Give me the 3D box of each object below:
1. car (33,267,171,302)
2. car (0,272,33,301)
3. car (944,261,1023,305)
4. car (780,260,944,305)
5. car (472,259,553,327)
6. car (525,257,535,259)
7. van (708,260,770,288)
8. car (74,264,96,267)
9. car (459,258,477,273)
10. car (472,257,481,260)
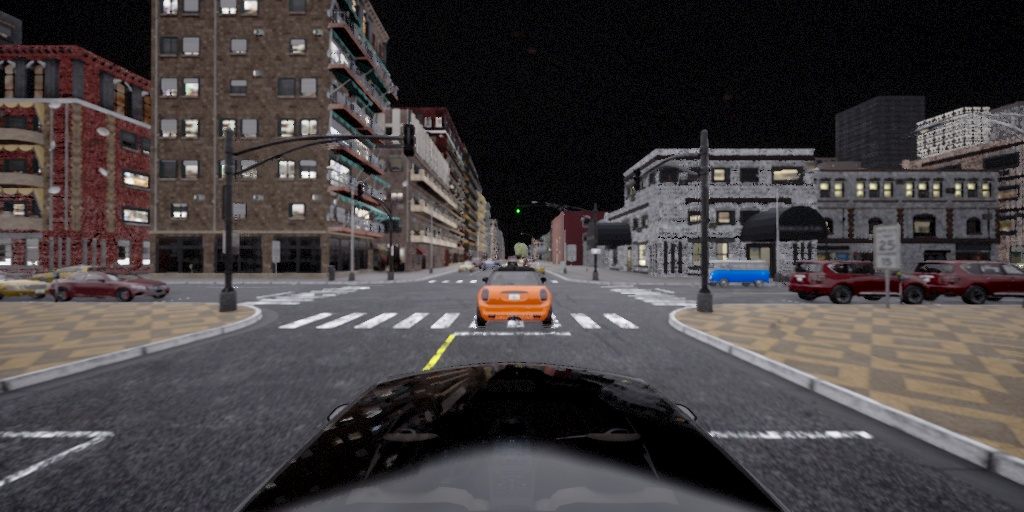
[{"bbox_3d":[-17.454,1.283,15.604,4.207,1.307,1.802,0,0,0],"label":"car"},{"bbox_3d":[-22.947,1.215,15.596,4.829,1.417,1.751,0,0,0],"label":"car"},{"bbox_3d":[20.456,1.128,15.659,5.009,1.841,2.192,0,0,0],"label":"car"},{"bbox_3d":[14.932,1.109,15.651,5.009,1.841,2.192,0,0,0],"label":"car"},{"bbox_3d":[0.077,1.099,11.662,2.097,1.767,4.553,0,0,0],"label":"car"},{"bbox_3d":[2.742,1.134,56.182,2.192,1.841,5.009,0,0,0],"label":"car"},{"bbox_3d":[14.918,1.179,24.031,3.998,1.789,1.690,0,0,0],"label":"van"},{"bbox_3d":[-28.963,1.249,23.968,4.829,1.417,1.751,0,0,0],"label":"car"},{"bbox_3d":[-5.650,1.325,44.941,1.751,1.417,4.829,0,0,0],"label":"car"},{"bbox_3d":[-5.639,1.134,56.189,2.192,1.841,5.009,0,0,0],"label":"car"}]
